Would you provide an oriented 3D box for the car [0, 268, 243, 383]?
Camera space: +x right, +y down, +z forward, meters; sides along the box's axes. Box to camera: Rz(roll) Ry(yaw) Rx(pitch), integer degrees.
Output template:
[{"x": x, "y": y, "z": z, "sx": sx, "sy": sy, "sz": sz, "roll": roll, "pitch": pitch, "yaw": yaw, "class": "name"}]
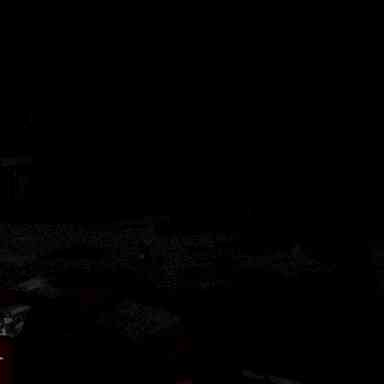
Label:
[{"x": -1.550, "y": 1.558, "z": 3.672, "sx": 4.206, "sy": 1.307, "sz": 1.802, "roll": -1, "pitch": 1, "yaw": 26, "class": "car"}]
